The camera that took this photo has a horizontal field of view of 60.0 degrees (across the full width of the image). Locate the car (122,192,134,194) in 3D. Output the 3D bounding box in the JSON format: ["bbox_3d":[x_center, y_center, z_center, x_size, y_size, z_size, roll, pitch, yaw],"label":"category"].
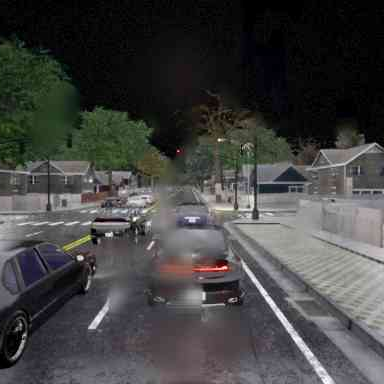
[{"bbox_3d":[-10.129,0.979,50.796,2.097,1.767,4.553,0,1,0],"label":"car"}]

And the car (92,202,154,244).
[{"bbox_3d":[-3.235,1.439,15.396,2.128,1.511,4.902,0,0,0],"label":"car"}]

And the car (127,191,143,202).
[{"bbox_3d":[-10.165,0.828,60.101,2.097,1.767,4.553,0,1,0],"label":"car"}]

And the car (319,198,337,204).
[{"bbox_3d":[12.417,1.267,30.852,4.674,1.442,1.812,0,1,-3],"label":"car"}]

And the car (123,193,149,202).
[{"bbox_3d":[-6.822,1.252,41.030,1.812,1.442,4.674,0,1,0],"label":"car"}]

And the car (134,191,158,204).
[{"bbox_3d":[-6.879,0.850,50.708,2.150,2.045,5.566,0,1,0],"label":"car"}]

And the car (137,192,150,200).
[{"bbox_3d":[-10.154,0.808,70.002,1.994,1.385,4.181,0,1,0],"label":"car"}]

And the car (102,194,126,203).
[{"bbox_3d":[-10.087,1.280,42.109,1.994,1.385,4.181,0,1,0],"label":"car"}]

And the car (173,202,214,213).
[{"bbox_3d":[0.073,1.289,17.052,2.097,1.767,4.553,0,0,2],"label":"car"}]

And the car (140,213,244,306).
[{"bbox_3d":[0.063,1.489,7.987,1.837,1.490,4.892,0,0,0],"label":"car"}]

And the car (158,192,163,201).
[{"bbox_3d":[-6.917,0.738,64.358,2.097,1.767,4.553,0,1,0],"label":"car"}]

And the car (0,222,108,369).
[{"bbox_3d":[-3.172,1.539,5.642,2.033,1.411,5.357,0,0,0],"label":"car"}]
